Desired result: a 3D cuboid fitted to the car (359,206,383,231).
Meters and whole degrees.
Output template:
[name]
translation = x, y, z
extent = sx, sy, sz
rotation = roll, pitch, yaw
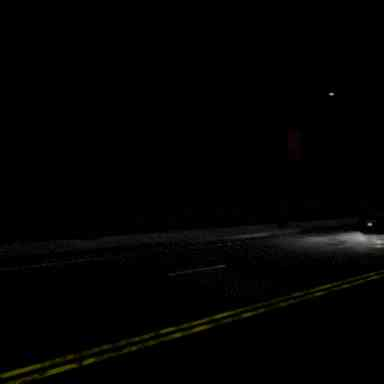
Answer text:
[car]
translation = 12.086, 1.585, 20.286
extent = 4.902, 1.511, 2.128
rotation = 0, 0, -35
